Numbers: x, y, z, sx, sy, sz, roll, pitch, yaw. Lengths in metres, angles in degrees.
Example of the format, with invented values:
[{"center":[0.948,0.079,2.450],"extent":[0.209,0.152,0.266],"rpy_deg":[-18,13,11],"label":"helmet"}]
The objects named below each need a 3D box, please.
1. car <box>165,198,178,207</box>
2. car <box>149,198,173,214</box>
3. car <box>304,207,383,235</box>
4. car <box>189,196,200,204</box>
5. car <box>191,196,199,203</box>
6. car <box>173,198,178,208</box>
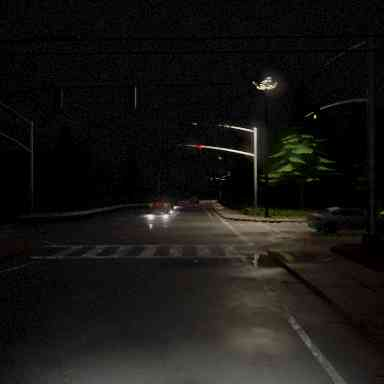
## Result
[{"center":[-3.448,1.729,57.102],"extent":[1.994,1.385,4.181],"rpy_deg":[0,0,1],"label":"car"},{"center":[-3.577,1.468,37.301],"extent":[2.097,1.767,4.553],"rpy_deg":[0,0,0],"label":"car"},{"center":[8.693,1.558,18.504],"extent":[4.674,1.442,1.812],"rpy_deg":[0,0,1],"label":"car"},{"center":[0.379,1.691,65.423],"extent":[1.812,1.442,4.674],"rpy_deg":[0,0,2],"label":"car"},{"center":[0.708,1.631,75.730],"extent":[1.837,1.490,4.892],"rpy_deg":[0,0,2],"label":"car"},{"center":[-3.552,1.632,47.102],"extent":[2.128,1.511,4.902],"rpy_deg":[0,0,0],"label":"car"}]
